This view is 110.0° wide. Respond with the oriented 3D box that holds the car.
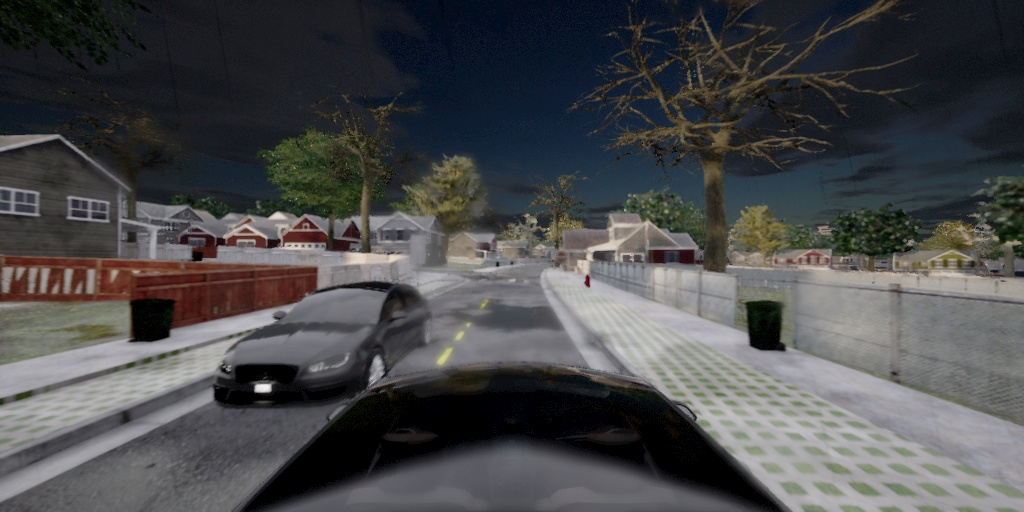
[{"bbox_3d":[-2.754,1.254,6.463,1.837,1.490,4.892,0,0,1],"label":"car"}]
